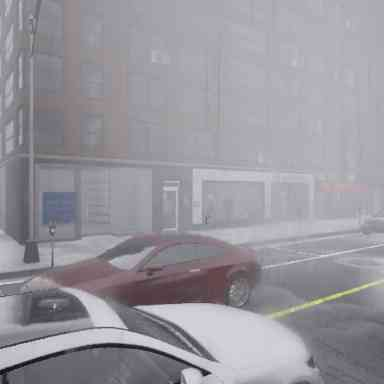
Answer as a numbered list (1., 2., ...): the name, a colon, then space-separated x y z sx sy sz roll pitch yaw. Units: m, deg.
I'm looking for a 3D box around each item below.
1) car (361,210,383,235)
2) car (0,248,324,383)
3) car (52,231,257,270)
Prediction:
1. car: 10.616 1.582 17.470 4.206 1.307 1.802 0 0 -35
2. car: -0.966 1.526 2.477 4.674 1.442 1.812 0 0 -36
3. car: -0.663 1.525 6.305 4.674 1.442 1.812 0 0 -35
